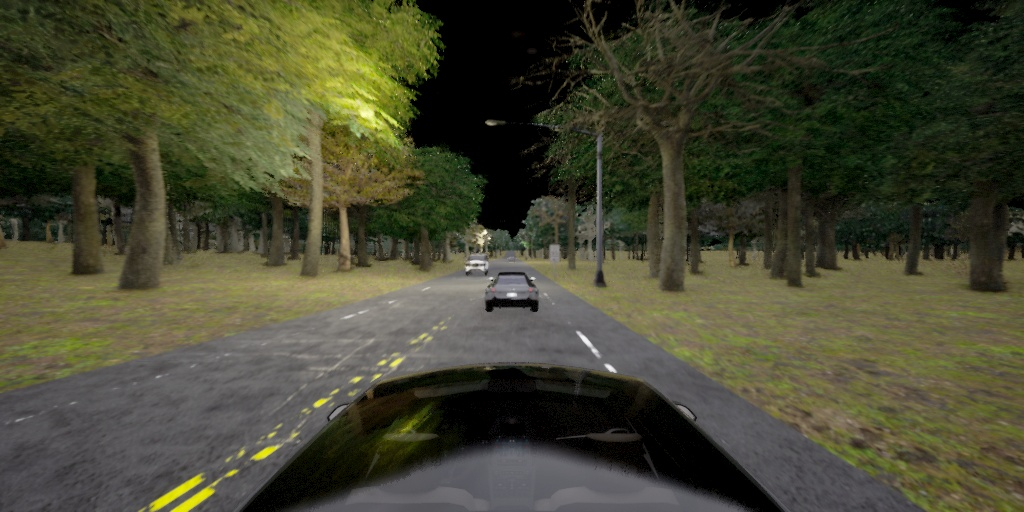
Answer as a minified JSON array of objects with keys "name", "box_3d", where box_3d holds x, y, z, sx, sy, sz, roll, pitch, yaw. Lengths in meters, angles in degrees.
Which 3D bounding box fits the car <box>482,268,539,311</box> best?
[{"name":"car","box_3d":[0.000,1.325,14.564,1.994,1.385,4.181,0,0,0]}]

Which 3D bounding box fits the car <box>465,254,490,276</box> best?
[{"name":"car","box_3d":[-3.500,0.828,36.849,2.150,2.045,5.566,0,0,0]}]
